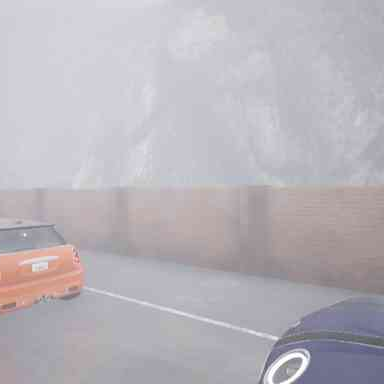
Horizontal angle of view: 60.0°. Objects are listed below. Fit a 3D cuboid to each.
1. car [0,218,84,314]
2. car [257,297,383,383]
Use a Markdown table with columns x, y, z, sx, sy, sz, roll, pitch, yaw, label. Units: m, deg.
| x | y | z | sx | sy | sz | roll | pitch | yaw | label |
| --- | --- | --- | --- | --- | --- | --- | --- | --- | --- |
| -4.433 | 1.352 | 7.159 | 4.553 | 1.767 | 2.097 | 0 | 0 | 36 | car |
| 2.703 | 1.352 | 2.102 | 4.553 | 1.767 | 2.097 | 0 | 0 | 35 | car |
